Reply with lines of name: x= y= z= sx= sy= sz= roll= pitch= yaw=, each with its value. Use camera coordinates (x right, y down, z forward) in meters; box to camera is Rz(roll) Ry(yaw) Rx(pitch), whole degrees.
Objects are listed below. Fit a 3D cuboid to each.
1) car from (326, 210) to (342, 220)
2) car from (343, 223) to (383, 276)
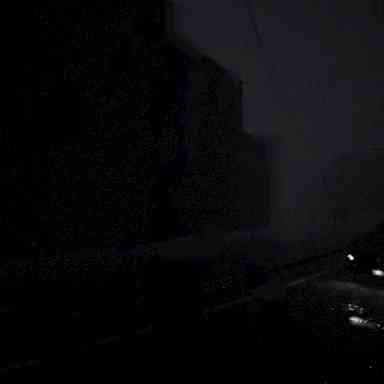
car: x=21.538 y=3.366 z=49.286 sx=1.994 sy=1.385 sz=4.181 roll=-2 pitch=-4 yaw=-1
car: x=6.475 y=1.677 z=10.313 sx=2.033 sy=1.411 sz=5.357 roll=-1 pitch=-1 yaw=43
